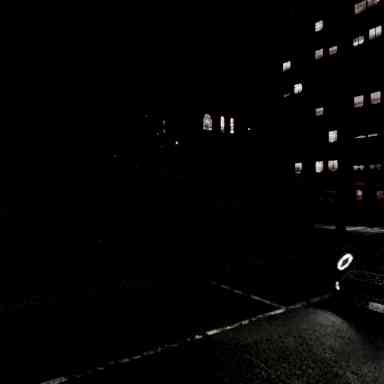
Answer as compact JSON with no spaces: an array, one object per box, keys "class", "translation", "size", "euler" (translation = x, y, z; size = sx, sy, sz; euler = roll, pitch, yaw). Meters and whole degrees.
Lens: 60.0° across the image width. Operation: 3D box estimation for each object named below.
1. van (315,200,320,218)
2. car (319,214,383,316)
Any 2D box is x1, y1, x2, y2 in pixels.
[{"class":"van","translation":[10.486,1.646,32.536],"size":[1.690,1.788,3.998],"euler":[-1,0,-36]},{"class":"car","translation":[4.951,1.351,6.898],"size":[4.553,1.767,2.097],"euler":[0,0,-35]}]
